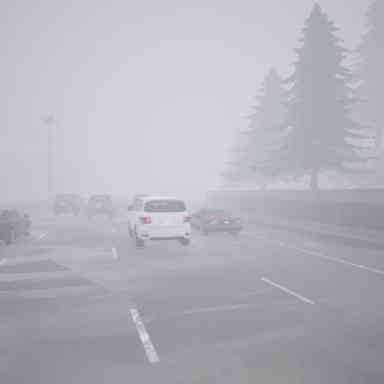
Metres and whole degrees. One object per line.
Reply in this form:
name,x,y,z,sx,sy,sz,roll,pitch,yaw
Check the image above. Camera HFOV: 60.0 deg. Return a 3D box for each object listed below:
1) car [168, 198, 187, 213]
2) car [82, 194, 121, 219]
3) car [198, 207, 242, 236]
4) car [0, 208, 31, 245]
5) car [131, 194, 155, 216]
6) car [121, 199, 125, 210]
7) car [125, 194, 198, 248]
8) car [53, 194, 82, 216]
car,-1.674,1.490,37.014,1.837,1.490,4.892,0,0,-5
car,-7.907,1.214,29.553,2.150,2.045,5.566,0,0,-8
car,1.115,1.540,18.619,2.033,1.411,5.357,0,0,-13
car,-8.840,1.500,15.340,1.837,1.490,4.892,0,0,-13
car,-4.930,1.209,33.995,2.150,2.045,5.566,0,0,-6
car,-9.001,1.533,42.276,2.033,1.411,5.357,0,0,-2
car,-1.608,1.216,15.019,2.150,2.045,5.566,0,0,-15
car,-11.800,1.211,32.453,2.150,2.045,5.566,0,0,-6
